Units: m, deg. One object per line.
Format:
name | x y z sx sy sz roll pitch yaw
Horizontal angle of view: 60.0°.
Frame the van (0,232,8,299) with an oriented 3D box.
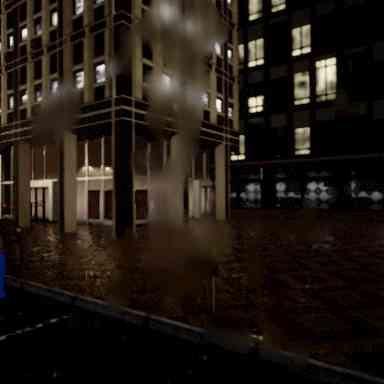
van | -5.393 1.404 6.710 3.998 1.788 1.690 -1 0 35
